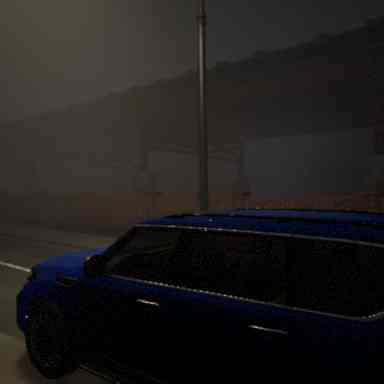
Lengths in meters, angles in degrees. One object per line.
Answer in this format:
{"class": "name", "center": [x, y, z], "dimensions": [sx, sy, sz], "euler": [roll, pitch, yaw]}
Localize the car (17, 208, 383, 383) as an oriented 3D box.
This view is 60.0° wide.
{"class": "car", "center": [0.293, 1.209, 3.785], "dimensions": [5.566, 2.045, 2.150], "euler": [0, 0, 36]}
